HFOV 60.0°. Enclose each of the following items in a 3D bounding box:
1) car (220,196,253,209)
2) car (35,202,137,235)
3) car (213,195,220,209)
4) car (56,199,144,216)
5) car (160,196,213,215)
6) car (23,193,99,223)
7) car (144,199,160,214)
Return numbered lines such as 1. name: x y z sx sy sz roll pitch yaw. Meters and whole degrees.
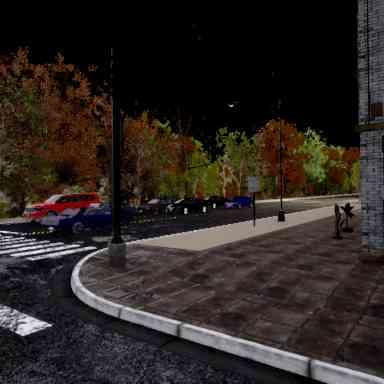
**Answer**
1. car: 5.479 1.180 38.464 1.812 1.442 4.674 -1 0 36
2. car: -5.456 1.446 17.771 1.895 1.301 4.718 -1 0 36
3. car: 2.746 1.205 40.226 1.837 1.490 4.892 -1 0 37
4. car: -6.105 1.402 22.711 2.033 1.411 5.357 -1 0 36
5. car: -0.389 1.261 30.490 1.837 1.490 4.892 -1 0 36
6. car: -9.146 1.127 24.066 2.150 2.045 5.566 -1 0 36
7. car: -3.069 1.348 32.322 2.033 1.411 5.357 -1 0 37
